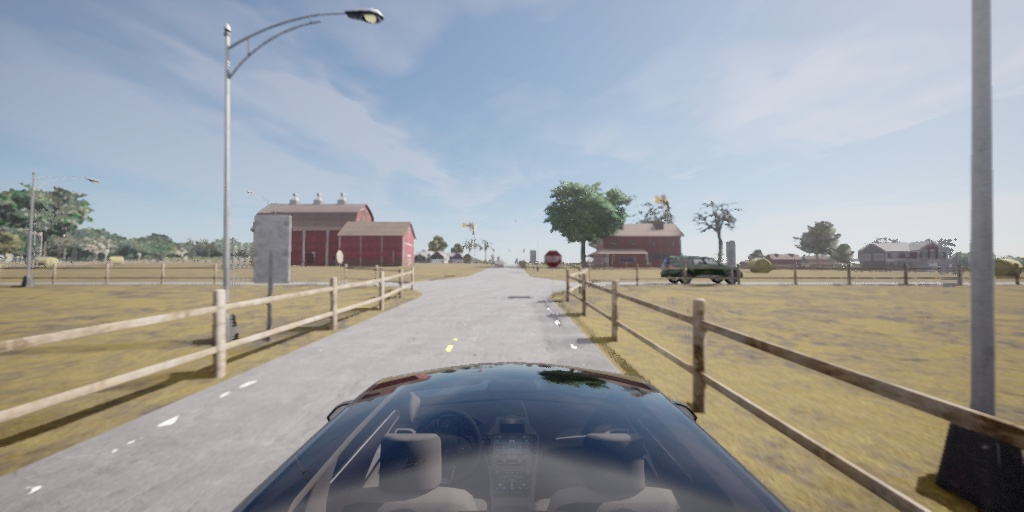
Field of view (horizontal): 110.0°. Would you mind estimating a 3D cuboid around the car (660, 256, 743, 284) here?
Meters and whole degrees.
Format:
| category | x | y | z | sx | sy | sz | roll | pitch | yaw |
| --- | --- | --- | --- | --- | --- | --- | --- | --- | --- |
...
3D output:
| category | x | y | z | sx | sy | sz | roll | pitch | yaw |
| --- | --- | --- | --- | --- | --- | --- | --- | --- | --- |
| car | 13.933 | 1.027 | 26.593 | 5.566 | 2.045 | 2.150 | 0 | -2 | 0 |
